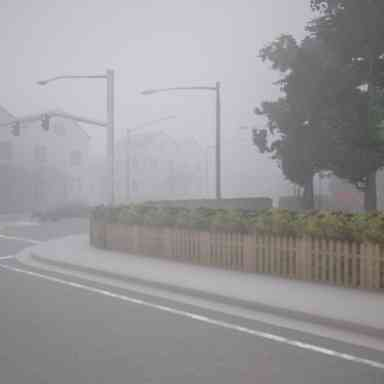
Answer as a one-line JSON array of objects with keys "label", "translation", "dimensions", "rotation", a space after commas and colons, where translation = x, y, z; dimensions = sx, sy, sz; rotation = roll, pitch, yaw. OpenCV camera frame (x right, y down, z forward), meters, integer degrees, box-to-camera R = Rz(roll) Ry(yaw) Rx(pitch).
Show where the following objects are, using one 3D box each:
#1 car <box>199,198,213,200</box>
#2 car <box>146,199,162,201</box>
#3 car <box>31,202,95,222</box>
[{"label": "car", "translation": [1.708, 1.522, 44.308], "dimensions": [1.837, 1.490, 4.892], "rotation": [0, 0, 35]}, {"label": "car", "translation": [-4.233, 1.509, 35.752], "dimensions": [2.128, 1.511, 4.902], "rotation": [0, 0, 35]}, {"label": "car", "translation": [-10.163, 1.564, 27.197], "dimensions": [2.033, 1.411, 5.357], "rotation": [0, 0, 35]}]
